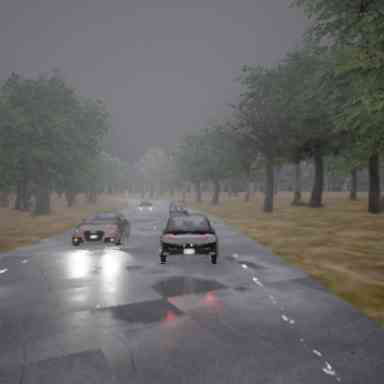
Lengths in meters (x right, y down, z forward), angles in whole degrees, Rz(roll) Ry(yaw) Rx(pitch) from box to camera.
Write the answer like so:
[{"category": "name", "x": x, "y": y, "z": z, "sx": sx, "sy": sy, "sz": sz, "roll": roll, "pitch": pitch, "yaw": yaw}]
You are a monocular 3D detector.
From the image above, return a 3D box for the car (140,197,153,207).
[{"category": "car", "x": -7.762, "y": 1.626, "z": 56.344, "sx": 2.097, "sy": 1.767, "sz": 4.553, "roll": 0, "pitch": -1, "yaw": -8}]

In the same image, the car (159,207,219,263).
[{"category": "car", "x": -0.157, "y": 1.503, "z": 11.997, "sx": 2.128, "sy": 1.511, "sz": 4.902, "roll": 0, "pitch": 0, "yaw": -2}]

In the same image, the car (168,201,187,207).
[{"category": "car", "x": -1.491, "y": 1.648, "z": 34.381, "sx": 2.033, "sy": 1.411, "sz": 5.357, "roll": 0, "pitch": 0, "yaw": -5}]

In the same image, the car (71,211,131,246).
[{"category": "car", "x": -3.966, "y": 1.583, "z": 15.131, "sx": 1.994, "sy": 1.385, "sz": 4.181, "roll": 0, "pitch": 0, "yaw": -3}]
